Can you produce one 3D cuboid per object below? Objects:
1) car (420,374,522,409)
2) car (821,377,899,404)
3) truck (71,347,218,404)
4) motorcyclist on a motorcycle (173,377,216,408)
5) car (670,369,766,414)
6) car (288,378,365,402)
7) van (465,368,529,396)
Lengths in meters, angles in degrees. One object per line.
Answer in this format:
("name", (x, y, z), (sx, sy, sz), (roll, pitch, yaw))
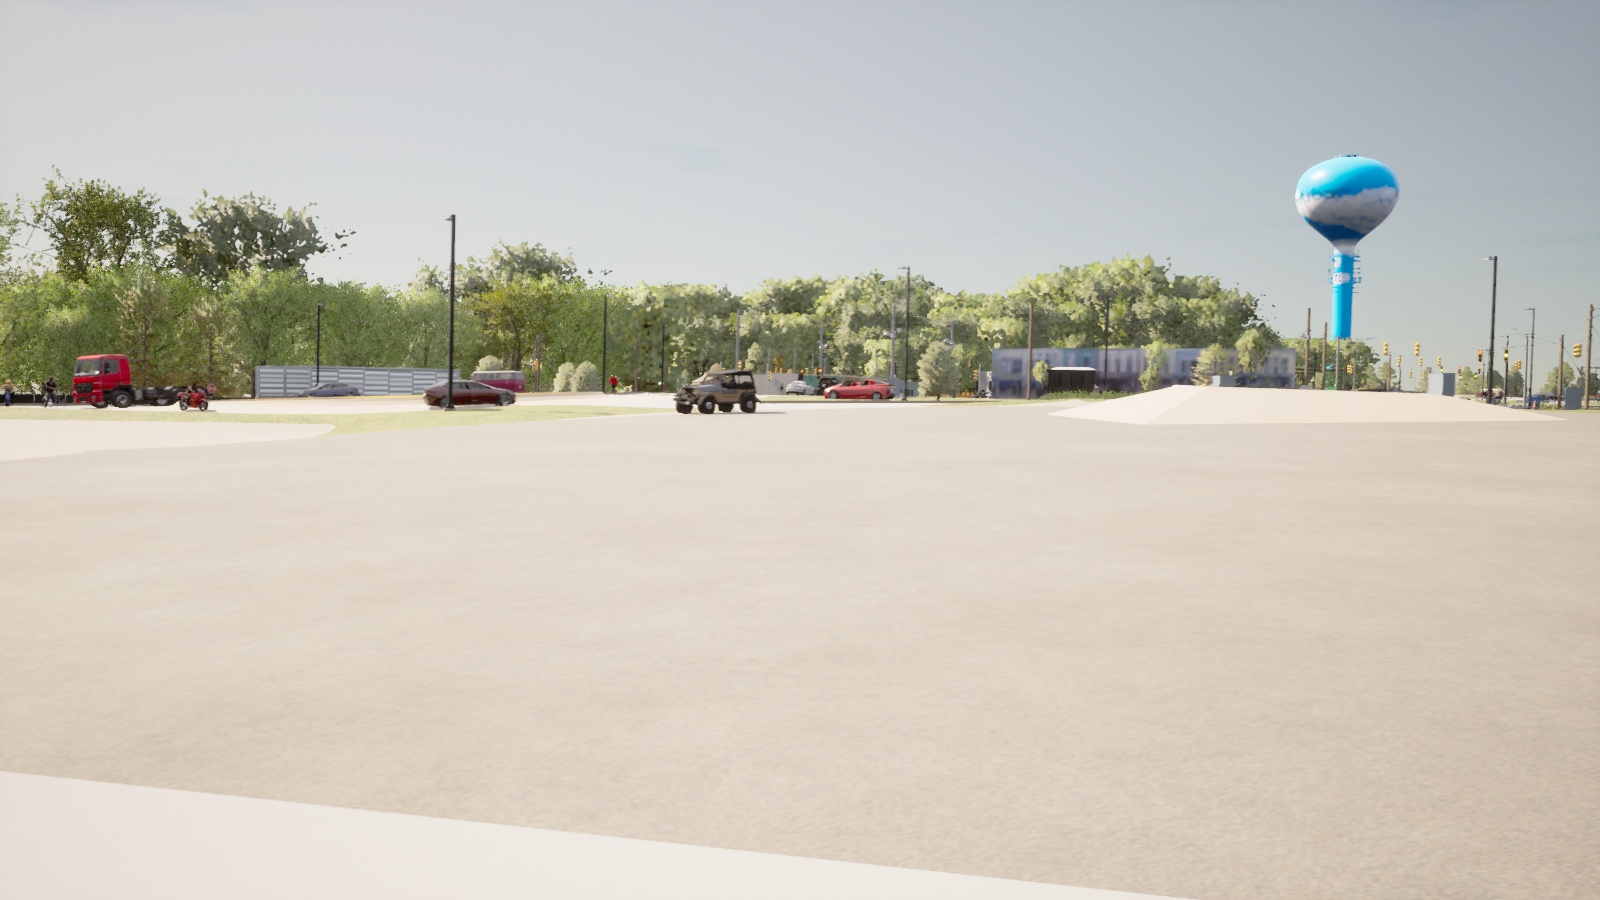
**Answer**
("car", (-17.360, -3.121, 66.275), (4.792, 1.488, 2.163), (-4, 8, -28))
("car", (3.810, -3.781, 80.020), (4.514, 1.525, 2.007), (2, 2, 20))
("truck", (-42.172, -4.794, 81.054), (2.891, 3.462, 7.936), (1, 4, 31))
("motorcyclist on a motorcycle", (-31.334, -2.987, 65.004), (2.044, 1.523, 0.797), (2, 5, 23))
("car", (-3.568, -2.564, 54.955), (3.866, 1.878, 1.905), (-3, 4, -43))
("car", (-34.978, -4.430, 92.849), (4.792, 1.488, 2.163), (-4, -2, -44))
("van", (-22.957, -5.140, 95.062), (4.442, 1.987, 1.775), (0, 1, 18))
